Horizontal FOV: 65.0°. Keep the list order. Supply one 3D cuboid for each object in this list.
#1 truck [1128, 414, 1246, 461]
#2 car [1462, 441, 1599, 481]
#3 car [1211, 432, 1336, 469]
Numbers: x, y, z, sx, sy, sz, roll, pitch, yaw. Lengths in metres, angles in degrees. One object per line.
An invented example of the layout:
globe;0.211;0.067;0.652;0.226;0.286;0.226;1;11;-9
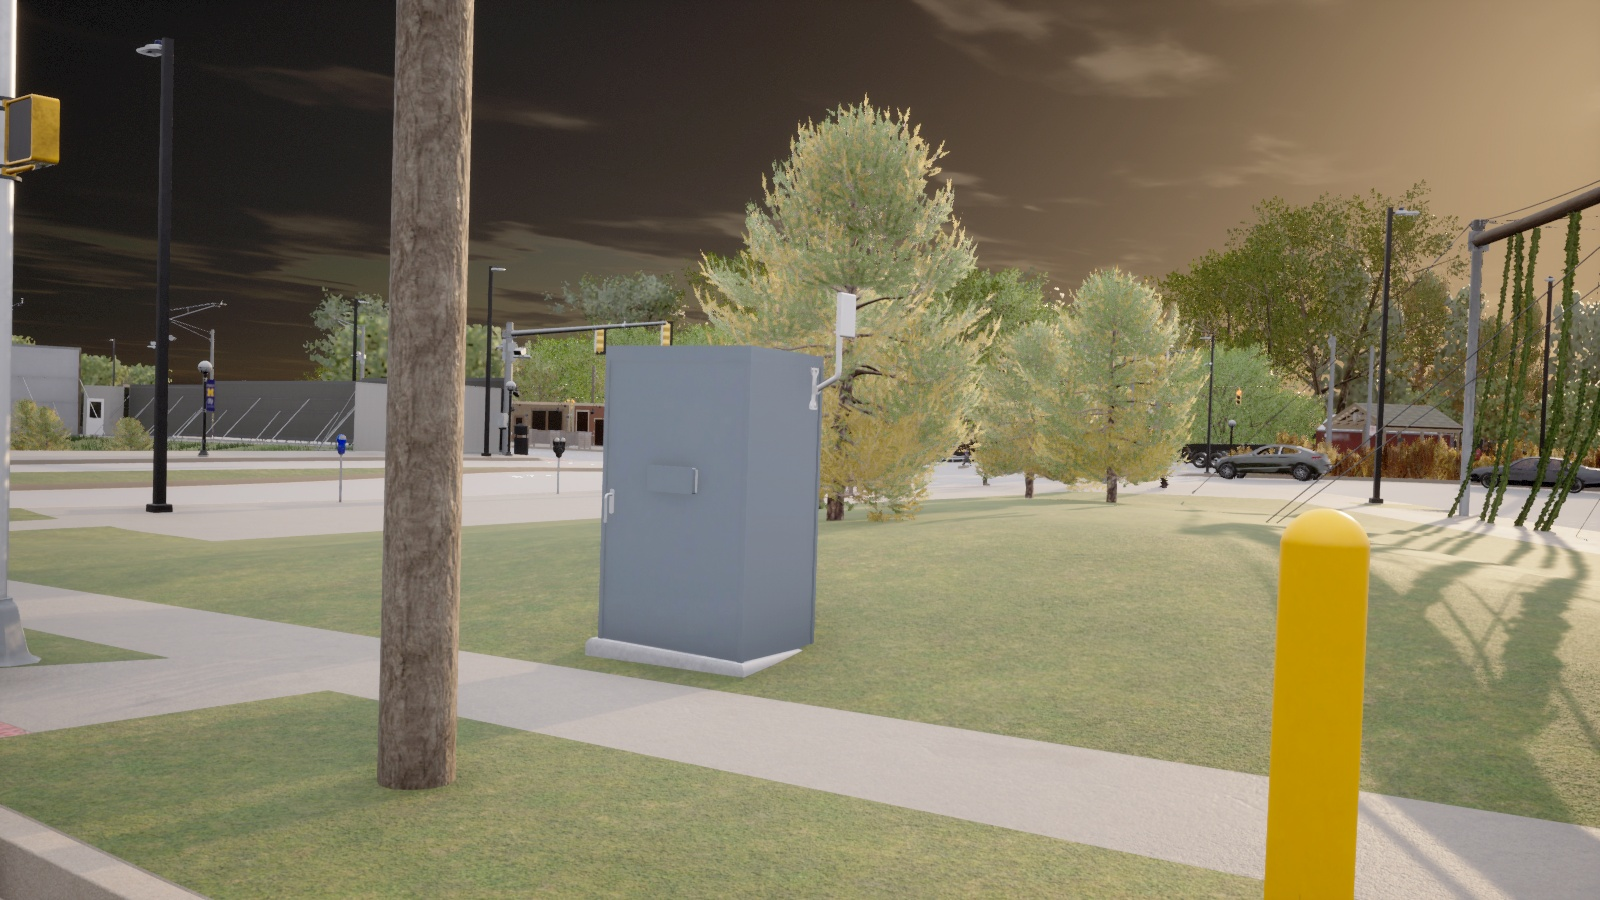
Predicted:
truck;29.139;-0.919;94.737;7.936;3.462;2.891;0;1;35
car;30.598;0.424;52.044;5.357;1.411;2.033;2;3;34
car;21.849;0.018;58.045;5.027;1.651;2.152;0;1;34
